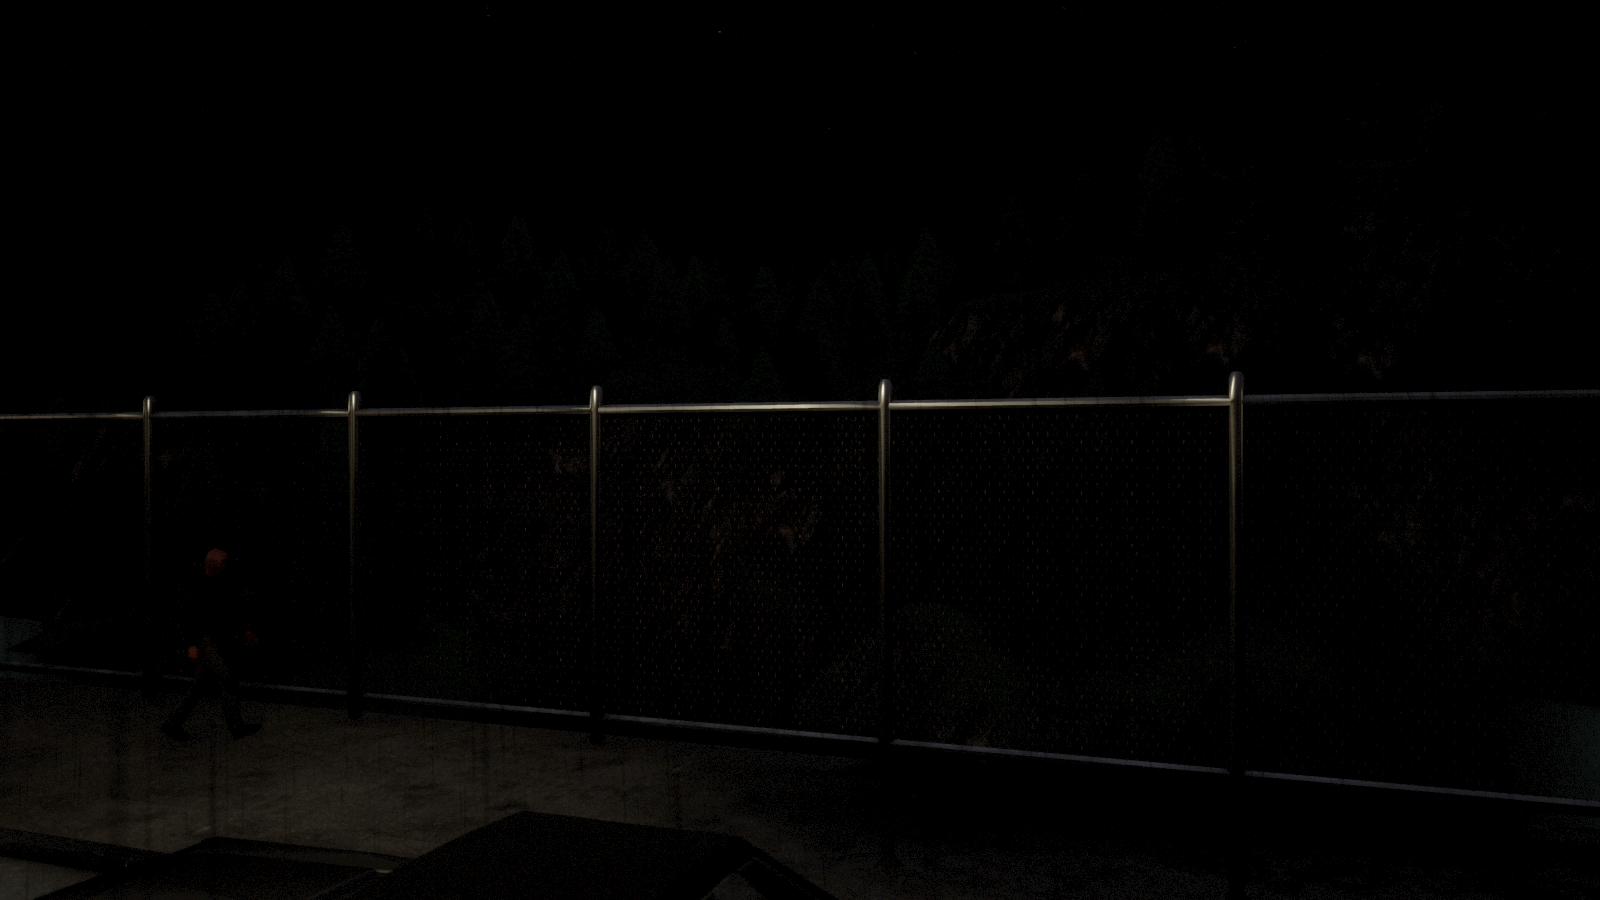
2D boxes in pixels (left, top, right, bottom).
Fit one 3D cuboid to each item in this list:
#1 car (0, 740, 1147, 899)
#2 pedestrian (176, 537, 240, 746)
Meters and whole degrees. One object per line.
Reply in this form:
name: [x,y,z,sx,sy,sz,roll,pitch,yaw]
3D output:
car: [-1.222,2.156,4.247,4.718,1.301,1.895,0,0,20]
pedestrian: [-5.449,1.748,10.525,0.375,1.860,0.375,0,0,5]
